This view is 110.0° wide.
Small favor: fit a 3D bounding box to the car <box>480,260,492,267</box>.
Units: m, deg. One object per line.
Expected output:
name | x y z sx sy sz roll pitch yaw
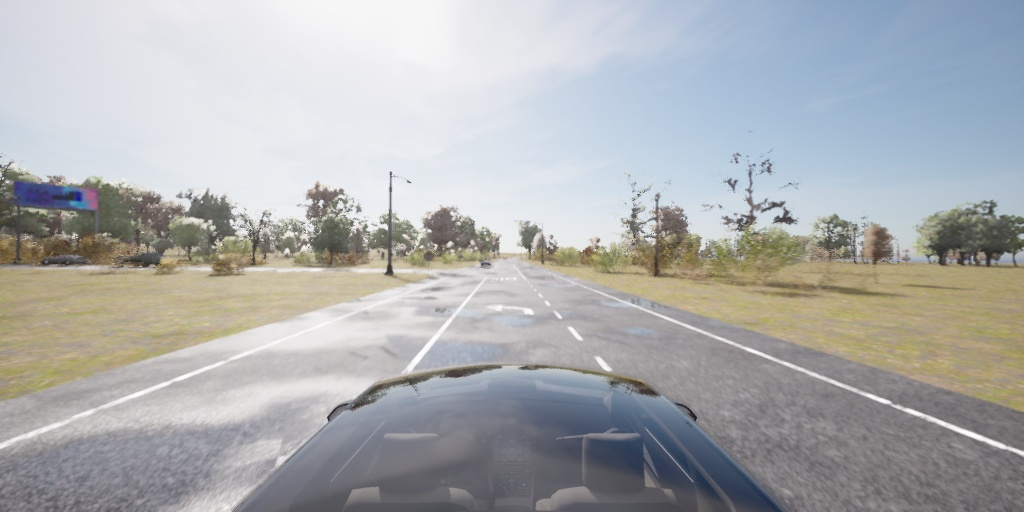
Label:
car | -4.693 1.320 64.878 1.895 1.301 4.718 0 0 -1
